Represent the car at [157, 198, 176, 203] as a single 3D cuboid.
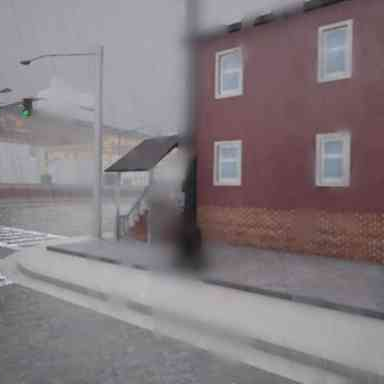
[{"bbox_3d":[-1.311,1.202,27.158,1.812,1.442,4.674,1,1,35],"label":"car"}]
